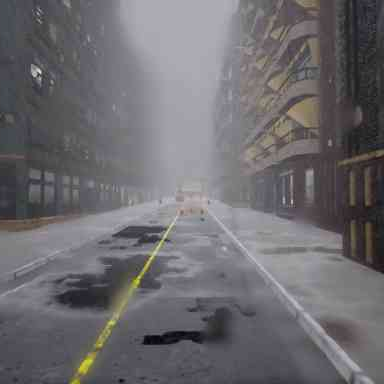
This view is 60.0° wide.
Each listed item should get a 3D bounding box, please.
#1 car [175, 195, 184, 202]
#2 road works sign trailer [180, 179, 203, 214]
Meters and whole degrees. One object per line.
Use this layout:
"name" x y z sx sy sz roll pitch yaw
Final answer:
"car" -2.751 1.471 75.978 1.882 1.535 5.008 0 0 0
"road works sign trailer" -0.038 0.465 34.449 2.380 3.560 2.880 -1 0 0
